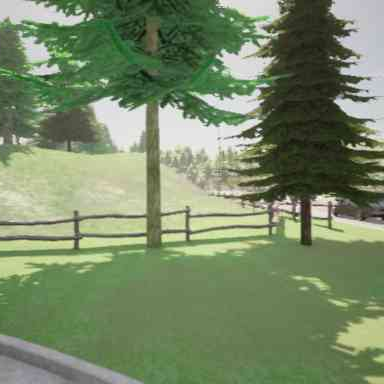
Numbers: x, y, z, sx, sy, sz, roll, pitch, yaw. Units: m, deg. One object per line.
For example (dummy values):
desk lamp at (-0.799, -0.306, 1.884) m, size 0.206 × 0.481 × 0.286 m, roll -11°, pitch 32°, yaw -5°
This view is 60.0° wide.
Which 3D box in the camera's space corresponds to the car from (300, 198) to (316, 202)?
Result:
car at (15.116, 0.510, 45.383) m, size 2.128 × 1.511 × 4.902 m, roll -1°, pitch 1°, yaw -7°

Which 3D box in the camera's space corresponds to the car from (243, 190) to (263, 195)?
car at (8.256, 0.345, 43.735) m, size 2.150 × 2.045 × 5.566 m, roll -1°, pitch 1°, yaw -7°

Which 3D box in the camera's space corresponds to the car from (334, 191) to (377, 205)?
car at (19.317, 0.623, 39.541) m, size 2.033 × 1.411 × 5.357 m, roll -1°, pitch 1°, yaw -7°

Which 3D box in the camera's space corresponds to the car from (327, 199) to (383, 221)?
car at (10.842, 1.038, 21.512) m, size 2.033 × 1.411 × 5.357 m, roll -1°, pitch 1°, yaw -7°
